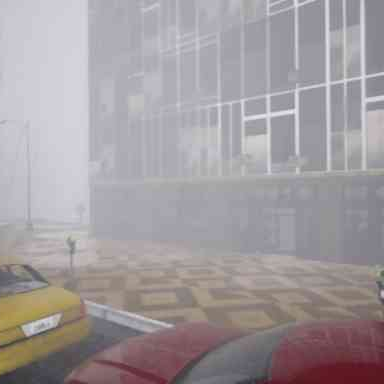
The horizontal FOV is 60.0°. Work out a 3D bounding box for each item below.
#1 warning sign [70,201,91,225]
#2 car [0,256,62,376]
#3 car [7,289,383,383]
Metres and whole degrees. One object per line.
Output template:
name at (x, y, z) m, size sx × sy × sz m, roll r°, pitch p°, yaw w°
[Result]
warning sign at (-9.108, 1.715, 27.248) m, size 1.300 × 1.860 × 1.060 m, roll 1°, pitch 0°, yaw 33°
car at (-3.679, 1.593, 5.339) m, size 4.829 × 1.417 × 1.752 m, roll -1°, pitch 0°, yaw 35°
car at (0.982, 1.548, 2.020) m, size 4.507 × 1.381 × 1.887 m, roll -1°, pitch 0°, yaw 35°
